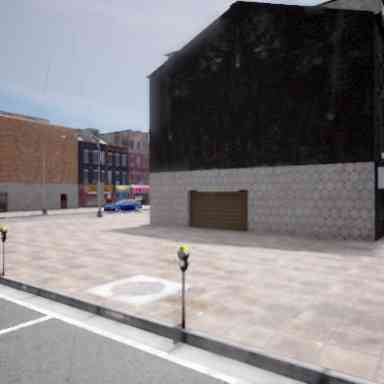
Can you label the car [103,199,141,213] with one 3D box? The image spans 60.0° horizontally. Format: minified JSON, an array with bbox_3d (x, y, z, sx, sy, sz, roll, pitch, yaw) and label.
[{"bbox_3d":[-8.159,1.641,39.159,1.882,1.535,5.008,0,0,36],"label":"car"}]
